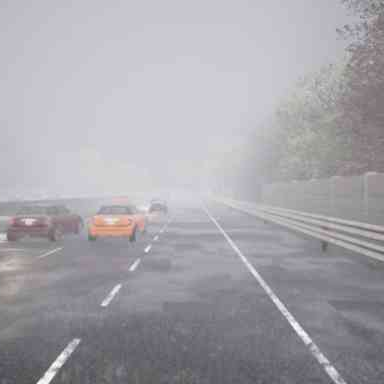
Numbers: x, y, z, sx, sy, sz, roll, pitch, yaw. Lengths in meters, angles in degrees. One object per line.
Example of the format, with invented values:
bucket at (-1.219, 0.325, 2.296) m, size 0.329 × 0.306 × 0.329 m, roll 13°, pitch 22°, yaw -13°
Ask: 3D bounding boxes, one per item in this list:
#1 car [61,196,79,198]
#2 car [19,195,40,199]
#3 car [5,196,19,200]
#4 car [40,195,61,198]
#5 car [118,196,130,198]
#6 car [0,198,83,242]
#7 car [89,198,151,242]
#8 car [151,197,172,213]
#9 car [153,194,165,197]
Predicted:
car at (-21.025, 1.515, 59.051) m, size 1.812 × 1.442 × 4.674 m, roll 0°, pitch 0°, yaw 0°
car at (-28.017, 1.360, 58.943) m, size 2.097 × 1.767 × 4.553 m, roll 0°, pitch 0°, yaw 0°
car at (-31.516, 1.511, 58.804) m, size 2.128 × 1.511 × 4.902 m, roll 0°, pitch 0°, yaw 0°
car at (-24.521, 1.353, 59.027) m, size 2.097 × 1.767 × 4.553 m, roll 0°, pitch 0°, yaw 0°
car at (-10.514, 1.355, 51.806) m, size 2.097 × 1.767 × 4.553 m, roll 0°, pitch 0°, yaw 0°
car at (-7.000, 1.349, 16.395) m, size 2.097 × 1.767 × 4.553 m, roll 0°, pitch 0°, yaw 0°
car at (-3.503, 1.352, 16.554) m, size 2.097 × 1.767 × 4.553 m, roll 0°, pitch 0°, yaw 0°
car at (-3.508, 1.531, 36.141) m, size 1.812 × 1.442 × 4.674 m, roll 0°, pitch 0°, yaw 0°
car at (-7.016, 1.489, 66.004) m, size 1.882 × 1.535 × 5.008 m, roll 0°, pitch 0°, yaw 0°
